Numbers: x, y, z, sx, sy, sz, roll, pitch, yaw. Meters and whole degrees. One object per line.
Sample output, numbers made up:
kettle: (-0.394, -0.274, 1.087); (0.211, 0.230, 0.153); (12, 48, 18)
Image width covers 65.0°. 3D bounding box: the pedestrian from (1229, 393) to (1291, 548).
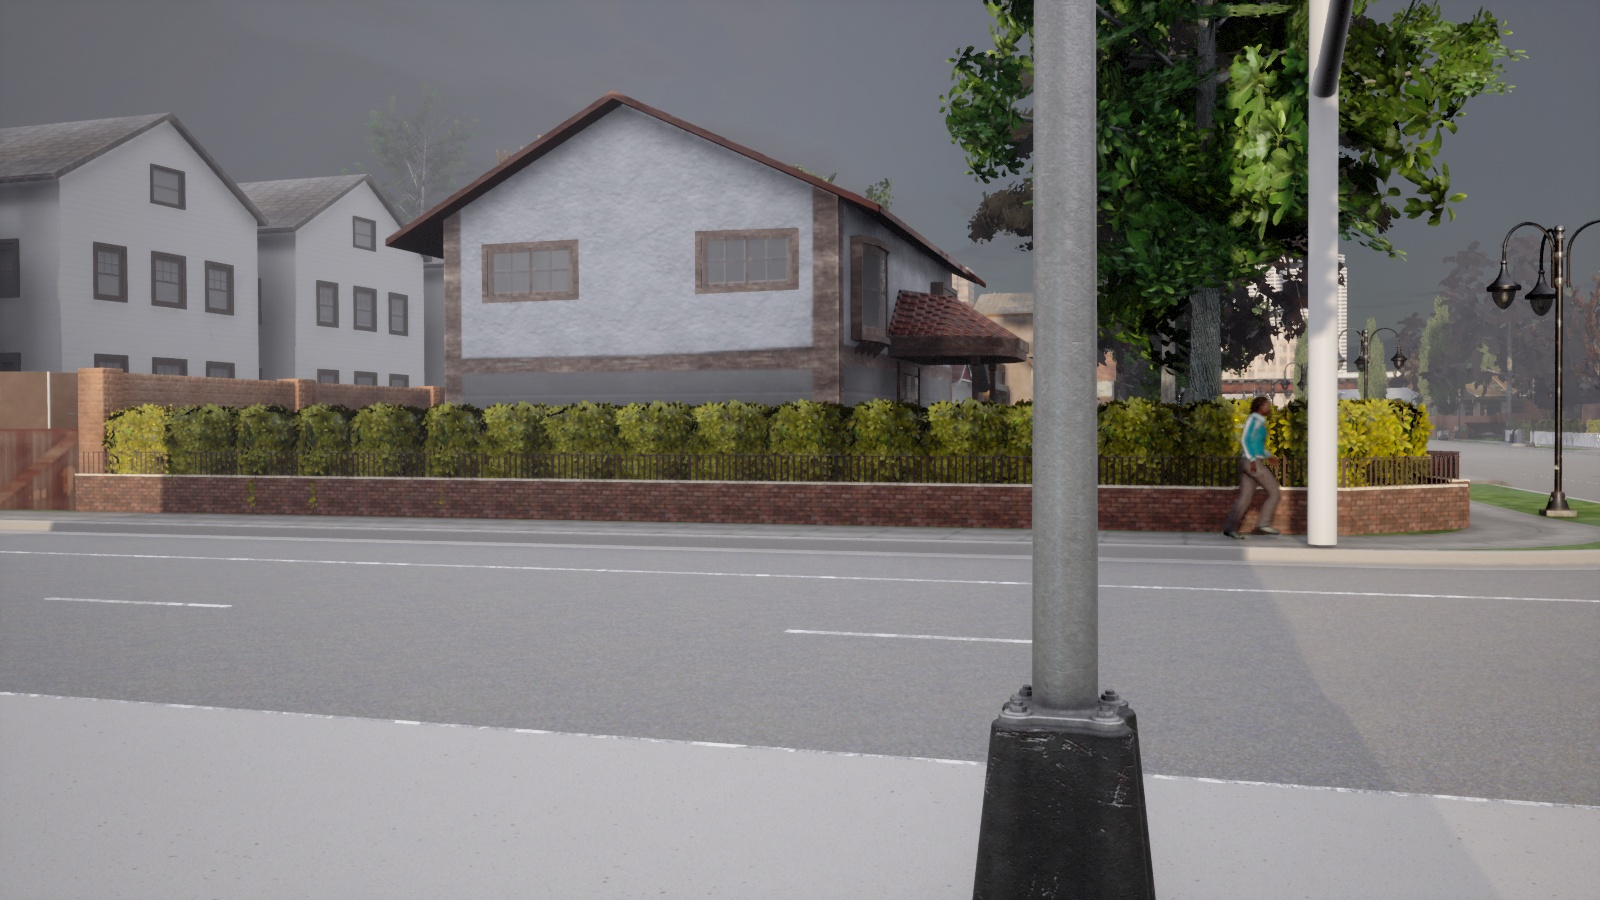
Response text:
pedestrian: (5.808, 0.249, 15.864); (0.692, 1.930, 0.396); (0, 1, 16)
